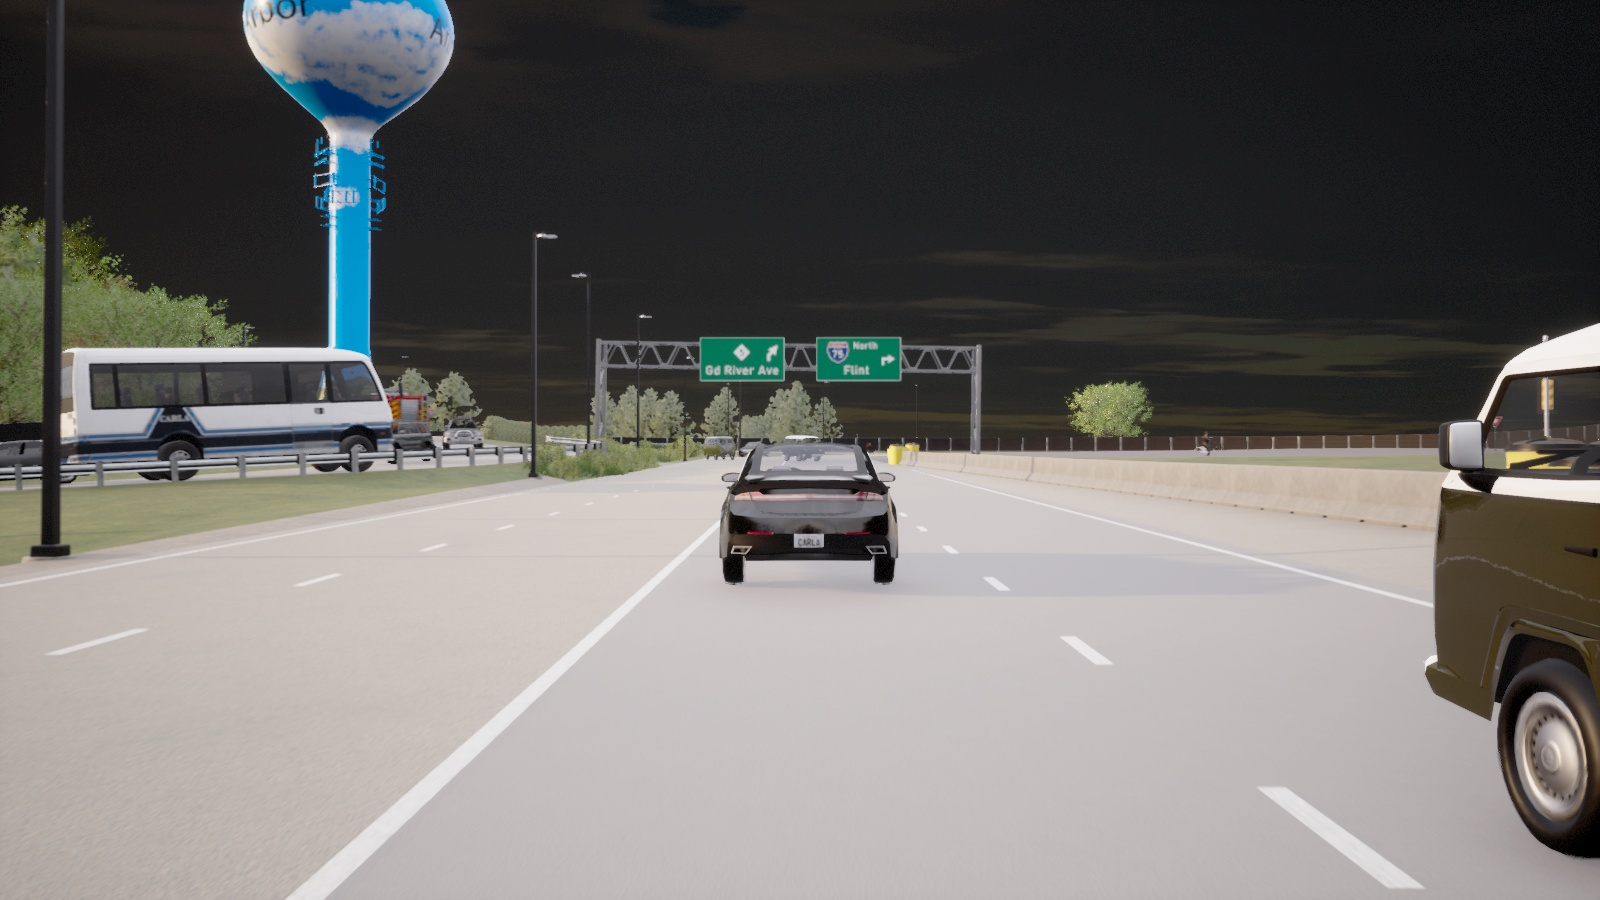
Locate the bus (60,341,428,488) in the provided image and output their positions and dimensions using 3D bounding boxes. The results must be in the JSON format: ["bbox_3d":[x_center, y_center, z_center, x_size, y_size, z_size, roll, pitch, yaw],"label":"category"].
[{"bbox_3d":[-18.244,-1.288,41.850,10.273,4.253,3.944,-4,0,-42],"label":"bus"}]

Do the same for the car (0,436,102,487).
[{"bbox_3d":[-25.392,0.397,40.305,4.792,1.488,2.163,-3,1,-41],"label":"car"}]

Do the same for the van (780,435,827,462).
[{"bbox_3d":[0.234,-0.120,97.760,2.069,2.038,4.480,0,1,-24],"label":"van"}]

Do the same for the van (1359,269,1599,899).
[{"bbox_3d":[3.535,0.455,3.390,2.069,2.038,4.480,0,0,0],"label":"van"}]

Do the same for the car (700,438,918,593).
[{"bbox_3d":[0.099,0.626,14.726,2.128,1.511,4.902,0,0,0],"label":"car"}]

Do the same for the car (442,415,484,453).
[{"bbox_3d":[-17.540,-0.836,65.214,1.932,1.855,4.605,0,2,-17],"label":"car"}]

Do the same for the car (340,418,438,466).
[{"bbox_3d":[-17.162,-0.382,52.674,1.932,1.855,4.605,0,2,10],"label":"car"}]

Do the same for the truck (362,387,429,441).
[{"bbox_3d":[-30.481,-2.689,94.385,2.891,3.827,8.468,0,2,-31],"label":"truck"}]
